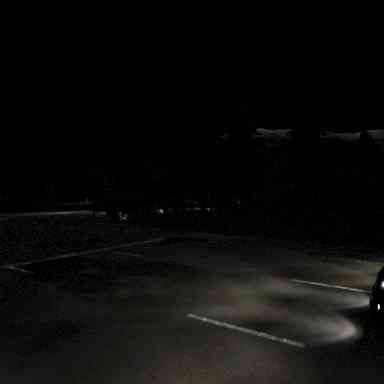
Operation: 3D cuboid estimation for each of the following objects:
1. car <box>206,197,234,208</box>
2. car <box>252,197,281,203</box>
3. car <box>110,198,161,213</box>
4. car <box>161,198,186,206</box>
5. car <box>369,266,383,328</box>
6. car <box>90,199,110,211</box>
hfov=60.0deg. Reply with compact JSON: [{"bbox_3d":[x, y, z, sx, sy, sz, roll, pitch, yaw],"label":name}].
[{"bbox_3d":[3.673,1.426,45.653,4.892,1.490,1.837,0,0,-38],"label":"car"},{"bbox_3d":[12.554,1.473,55.926,5.357,1.411,2.033,0,0,-29],"label":"car"},{"bbox_3d":[-6.124,1.409,36.529,1.837,1.490,4.892,0,1,43],"label":"car"},{"bbox_3d":[-2.825,1.425,44.715,4.674,1.442,1.812,0,0,-42],"label":"car"},{"bbox_3d":[5.064,1.352,4.633,4.553,1.767,2.097,0,0,36],"label":"car"},{"bbox_3d":[-9.278,1.494,38.340,1.895,1.301,4.718,0,0,43],"label":"car"}]
